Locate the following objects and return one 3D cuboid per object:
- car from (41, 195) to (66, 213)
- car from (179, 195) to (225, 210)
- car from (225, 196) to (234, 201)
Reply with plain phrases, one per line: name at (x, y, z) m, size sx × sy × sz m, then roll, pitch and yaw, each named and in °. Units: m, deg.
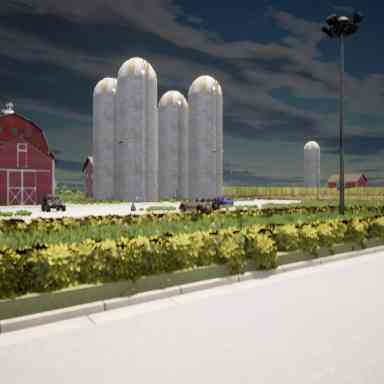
car at (-15.340, 1.253, 36.721) m, size 1.905 × 1.878 × 3.866 m, roll 0°, pitch 0°, yaw -36°
car at (0.684, 1.254, 31.954) m, size 1.932 × 1.855 × 4.605 m, roll 0°, pitch 0°, yaw -36°
car at (4.272, 1.425, 50.908) m, size 2.242 × 1.667 × 4.611 m, roll 0°, pitch 0°, yaw -36°
